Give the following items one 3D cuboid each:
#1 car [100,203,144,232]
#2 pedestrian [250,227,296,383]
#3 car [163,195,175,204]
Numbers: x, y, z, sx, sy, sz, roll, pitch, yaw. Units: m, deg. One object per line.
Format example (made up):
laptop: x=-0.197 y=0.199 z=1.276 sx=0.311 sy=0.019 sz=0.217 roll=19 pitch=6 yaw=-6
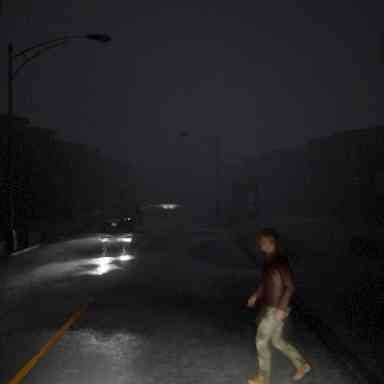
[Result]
car: x=-4.067 y=1.432 z=19.815 sx=2.128 sy=1.511 sz=4.902 roll=0 pitch=0 yaw=0
pedestrian: x=0.931 y=1.282 z=3.872 sx=0.375 sy=1.860 sz=0.375 roll=0 pitch=0 yaw=0
car: x=-3.947 y=1.317 z=58.361 sx=2.128 sy=1.511 sz=4.902 roll=0 pitch=0 yaw=1
